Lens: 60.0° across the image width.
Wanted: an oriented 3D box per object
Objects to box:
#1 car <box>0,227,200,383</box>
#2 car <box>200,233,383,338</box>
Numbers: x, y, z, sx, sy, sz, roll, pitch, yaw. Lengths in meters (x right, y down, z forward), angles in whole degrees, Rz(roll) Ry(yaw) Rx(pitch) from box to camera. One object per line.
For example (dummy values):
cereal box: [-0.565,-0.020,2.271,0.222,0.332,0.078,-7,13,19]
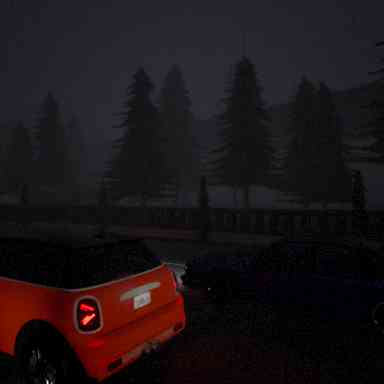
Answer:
car: [-2.406,1.374,5.279,4.553,1.767,2.097,0,0,33]
car: [2.388,1.539,6.427,5.357,1.411,2.033,0,0,35]
